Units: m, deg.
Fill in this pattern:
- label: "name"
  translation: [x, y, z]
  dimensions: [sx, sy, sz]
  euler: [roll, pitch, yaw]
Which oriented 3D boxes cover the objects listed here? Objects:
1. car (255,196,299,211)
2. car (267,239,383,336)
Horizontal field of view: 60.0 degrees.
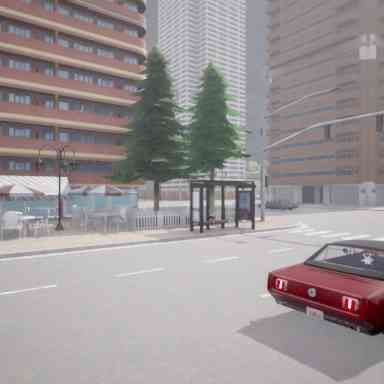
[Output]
- label: "car"
  translation: [10.737, 1.602, 41.786]
  dimensions: [2.033, 1.411, 5.357]
  euler: [0, 0, -36]
- label: "car"
  translation: [3.718, 1.601, 6.461]
  dimensions: [4.718, 1.301, 1.895]
  euler: [0, 0, -36]
